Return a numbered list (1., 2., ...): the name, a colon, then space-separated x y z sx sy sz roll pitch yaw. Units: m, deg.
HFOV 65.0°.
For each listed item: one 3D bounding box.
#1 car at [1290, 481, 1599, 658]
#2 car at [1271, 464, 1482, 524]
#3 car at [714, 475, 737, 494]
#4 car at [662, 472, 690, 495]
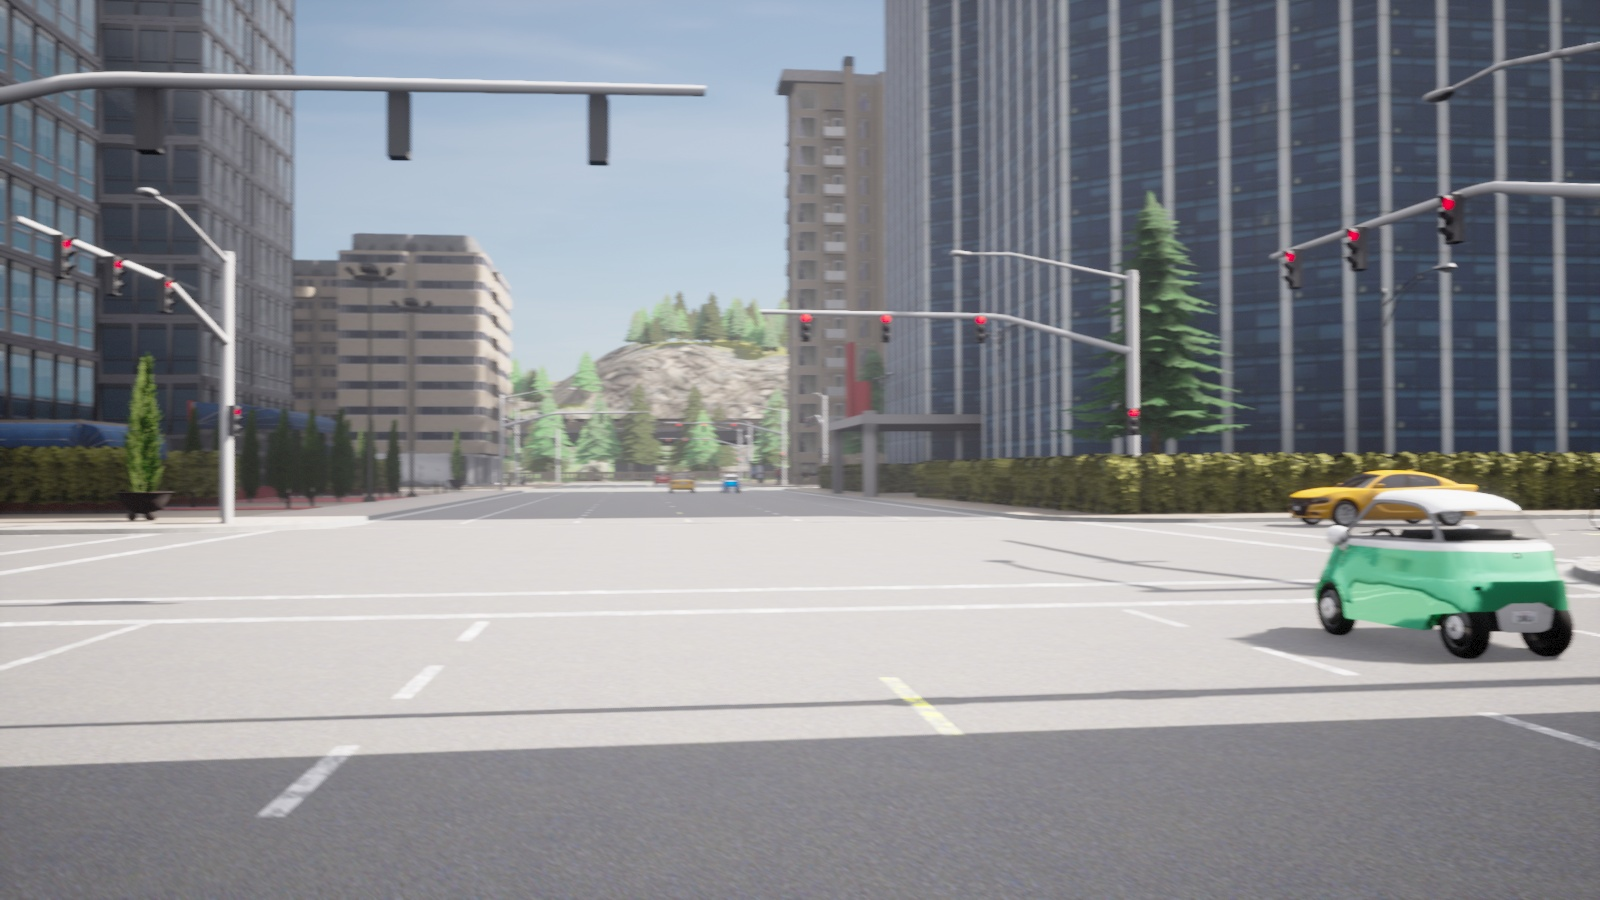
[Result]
1. car: 5.682 0.990 11.301 1.481 1.376 2.207 -1 -1 -7
2. car: 15.834 1.181 34.613 5.008 1.535 1.882 -1 -1 -7
3. car: -5.436 2.485 91.074 1.481 1.376 2.207 -1 -1 -8
4. car: -9.109 2.433 92.096 1.801 1.575 5.366 -1 -1 -8
